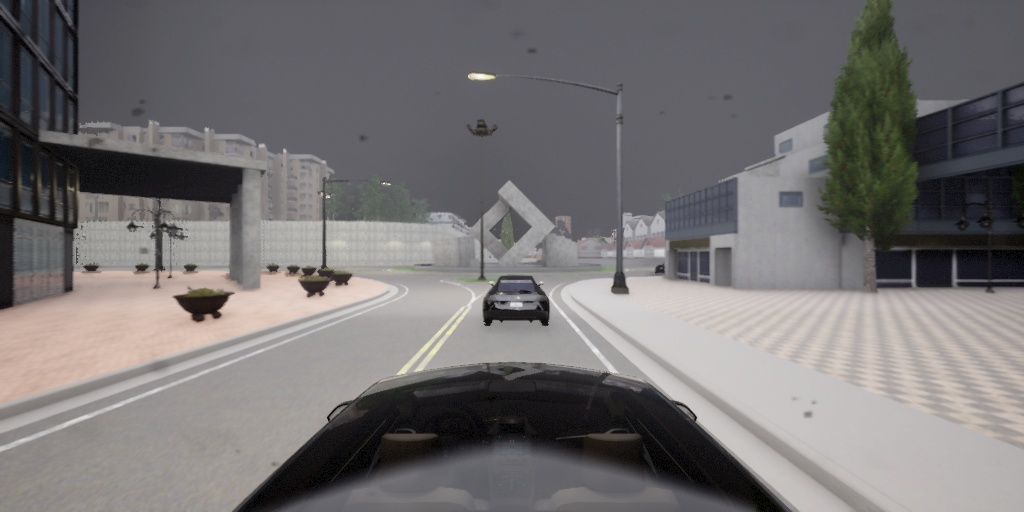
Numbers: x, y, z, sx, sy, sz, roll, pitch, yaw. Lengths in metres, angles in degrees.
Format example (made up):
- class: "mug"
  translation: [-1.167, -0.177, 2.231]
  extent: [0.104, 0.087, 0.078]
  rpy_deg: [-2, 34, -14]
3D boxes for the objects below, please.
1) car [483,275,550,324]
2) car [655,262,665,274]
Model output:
- class: "car"
  translation: [0.145, 1.312, 11.898]
  extent: [1.994, 1.385, 4.181]
  rpy_deg: [0, 0, 1]
- class: "car"
  translation: [17.855, 1.304, 40.081]
  extent: [4.181, 1.385, 1.994]
  rpy_deg: [0, 0, -35]
